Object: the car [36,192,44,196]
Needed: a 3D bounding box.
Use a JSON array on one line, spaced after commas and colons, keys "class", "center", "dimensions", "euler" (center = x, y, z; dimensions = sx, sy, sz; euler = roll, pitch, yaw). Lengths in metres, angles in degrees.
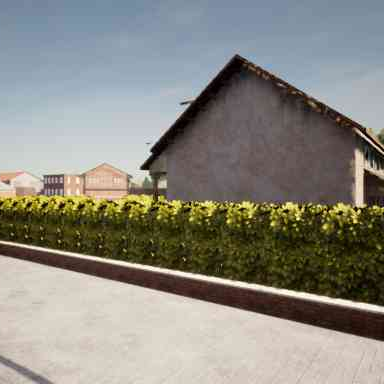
[{"class": "car", "center": [-31.328, 0.973, 68.439], "dimensions": [3.866, 1.878, 1.905], "euler": [0, 0, 35]}]
